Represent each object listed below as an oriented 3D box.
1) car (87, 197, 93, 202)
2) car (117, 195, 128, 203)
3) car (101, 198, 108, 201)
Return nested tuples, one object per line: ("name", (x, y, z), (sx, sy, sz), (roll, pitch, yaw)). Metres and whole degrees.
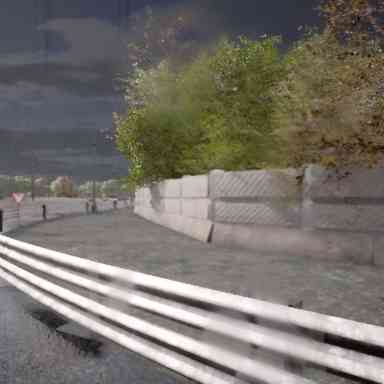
("car", (-27.116, 2.205, 89.298), (1.837, 1.490, 4.892), (0, -1, -17))
("car", (-18.781, 1.922, 89.861), (2.150, 2.045, 5.566), (0, -1, -1))
("car", (-23.717, 2.232, 90.133), (1.812, 1.442, 4.674), (0, -1, -17))
